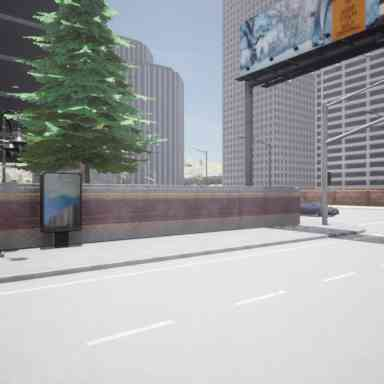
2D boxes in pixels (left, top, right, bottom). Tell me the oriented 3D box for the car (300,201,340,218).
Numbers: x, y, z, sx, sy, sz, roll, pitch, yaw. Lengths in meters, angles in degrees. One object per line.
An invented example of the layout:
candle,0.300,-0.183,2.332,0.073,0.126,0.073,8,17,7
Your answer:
car,11.331,1.564,30.625,1.994,1.385,4.181,0,0,-35
